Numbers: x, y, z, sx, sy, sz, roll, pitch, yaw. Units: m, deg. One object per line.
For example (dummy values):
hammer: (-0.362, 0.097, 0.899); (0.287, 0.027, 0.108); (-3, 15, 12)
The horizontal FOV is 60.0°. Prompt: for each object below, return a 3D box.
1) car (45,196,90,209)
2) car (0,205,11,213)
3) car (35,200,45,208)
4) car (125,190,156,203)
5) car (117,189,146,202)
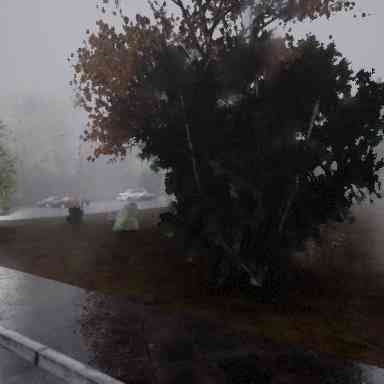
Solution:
car: (-15.501, 1.306, 42.418); (1.882, 1.535, 5.008); (0, 2, 39)
car: (-21.715, 1.646, 34.685); (1.895, 1.301, 4.718); (0, 1, 39)
car: (-18.357, 1.350, 44.451); (1.837, 1.490, 4.892); (0, 2, 39)
car: (-7.658, 0.849, 52.156); (1.812, 1.442, 4.674); (0, 3, 39)
car: (-9.760, 0.507, 55.126); (2.150, 2.045, 5.566); (0, 3, 39)
